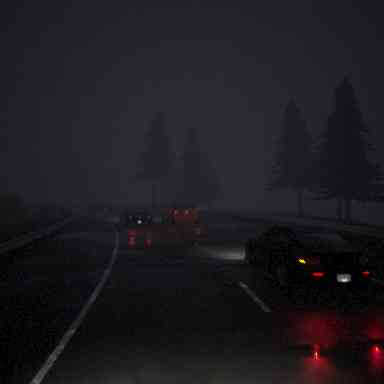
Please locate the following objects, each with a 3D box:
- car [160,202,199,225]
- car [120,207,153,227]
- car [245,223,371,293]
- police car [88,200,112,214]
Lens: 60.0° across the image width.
[{"bbox_3d":[-1.061,1.534,26.042,2.097,1.767,4.553,0,0,-18],"label":"car"},{"bbox_3d":[-4.283,1.789,24.887,1.895,1.301,4.718,0,0,-18],"label":"car"},{"bbox_3d":[2.820,1.576,8.988,1.812,1.442,4.674,0,0,-6],"label":"car"},{"bbox_3d":[-11.087,1.744,39.843,1.930,1.638,5.238,0,-1,-29],"label":"police car"}]
